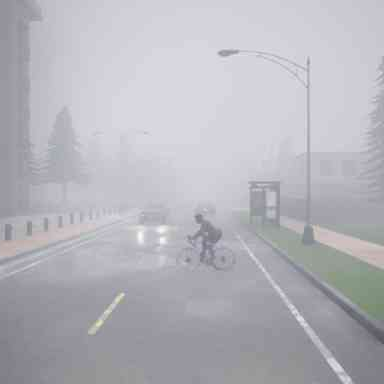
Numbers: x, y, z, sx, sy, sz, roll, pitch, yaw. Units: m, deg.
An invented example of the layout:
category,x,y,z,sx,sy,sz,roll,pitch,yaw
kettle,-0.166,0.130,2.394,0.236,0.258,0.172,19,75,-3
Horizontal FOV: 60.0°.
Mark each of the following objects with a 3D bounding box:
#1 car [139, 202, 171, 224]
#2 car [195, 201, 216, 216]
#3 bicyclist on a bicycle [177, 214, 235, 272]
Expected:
category,x,y,z,sx,sy,sz,roll,pitch,yaw
car,-2.653,1.505,24.528,1.837,1.490,4.892,0,-1,3
car,1.272,1.561,32.180,1.994,1.385,4.181,0,0,2
bicyclist on a bicycle,0.378,1.445,9.370,1.656,1.620,0.582,-2,0,2
